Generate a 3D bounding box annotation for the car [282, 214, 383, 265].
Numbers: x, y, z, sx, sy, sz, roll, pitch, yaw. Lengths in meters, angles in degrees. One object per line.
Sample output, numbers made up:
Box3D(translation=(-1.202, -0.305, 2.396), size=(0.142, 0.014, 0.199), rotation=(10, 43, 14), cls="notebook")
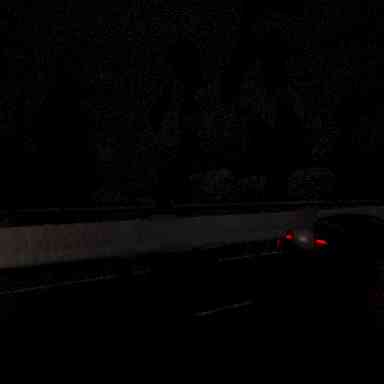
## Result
Box3D(translation=(5.505, 1.470, 11.303), size=(5.357, 1.411, 2.033), rotation=(-1, 0, -31), cls="car")
